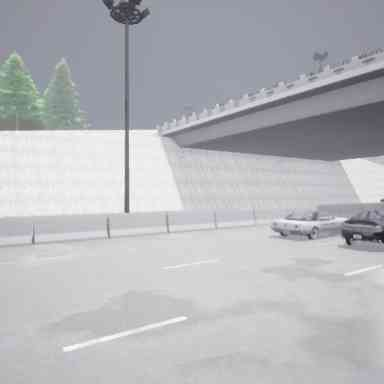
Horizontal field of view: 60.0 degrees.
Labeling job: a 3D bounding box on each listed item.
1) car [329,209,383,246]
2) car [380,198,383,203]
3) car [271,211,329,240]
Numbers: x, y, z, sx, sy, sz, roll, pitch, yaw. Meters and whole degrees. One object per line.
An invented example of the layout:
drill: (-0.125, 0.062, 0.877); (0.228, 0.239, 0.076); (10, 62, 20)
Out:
car: (8.269, 1.492, 14.066); (4.902, 1.511, 2.128); (0, 0, -35)
car: (39.699, 1.480, 66.543); (5.357, 1.411, 2.033); (0, 0, -35)
car: (6.261, 1.613, 16.933); (4.718, 1.301, 1.895); (0, 0, -35)
